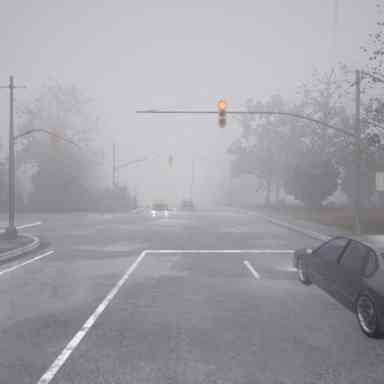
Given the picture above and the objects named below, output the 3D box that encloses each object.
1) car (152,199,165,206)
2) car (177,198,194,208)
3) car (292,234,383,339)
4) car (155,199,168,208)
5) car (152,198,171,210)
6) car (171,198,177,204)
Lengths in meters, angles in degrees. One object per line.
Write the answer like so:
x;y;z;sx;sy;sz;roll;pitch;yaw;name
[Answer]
-6.611;2.016;64.919;2.033;1.411;5.357;0;-1;-10;car
-0.812;1.706;50.118;2.033;1.411;5.357;0;-1;-5;car
3.591;1.547;6.501;2.033;1.411;5.357;0;0;0;car
-5.010;1.786;54.393;2.033;1.411;5.357;0;-1;-7;car
-4.138;1.559;43.881;1.882;1.535;5.008;0;-1;-3;car
-4.550;2.189;83.055;2.097;1.767;4.553;0;-1;-22;car
